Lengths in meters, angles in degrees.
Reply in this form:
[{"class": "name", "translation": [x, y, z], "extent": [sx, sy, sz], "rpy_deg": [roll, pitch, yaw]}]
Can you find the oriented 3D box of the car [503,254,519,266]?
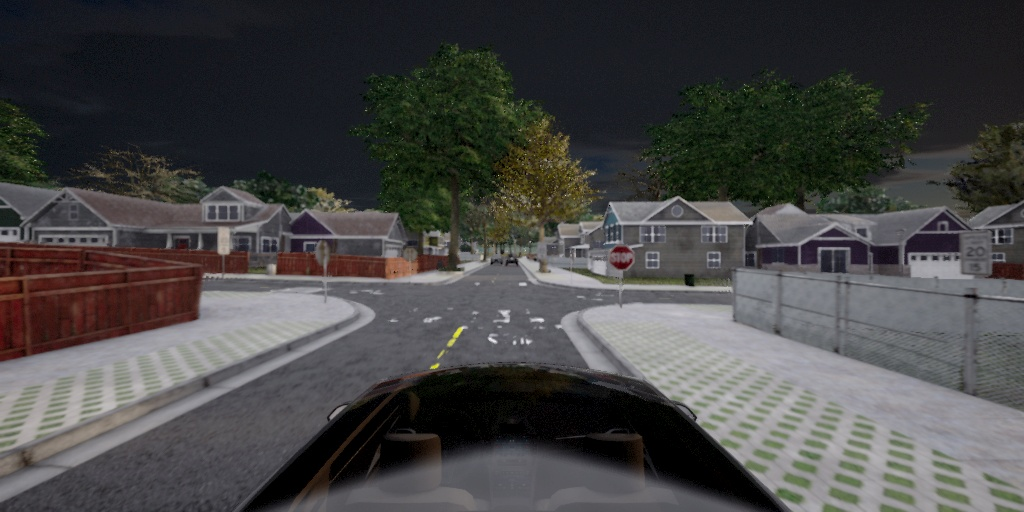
[{"class": "car", "translation": [0.003, 0.613, 60.675], "extent": [2.150, 2.045, 5.566], "rpy_deg": [0, 0, 0]}]
